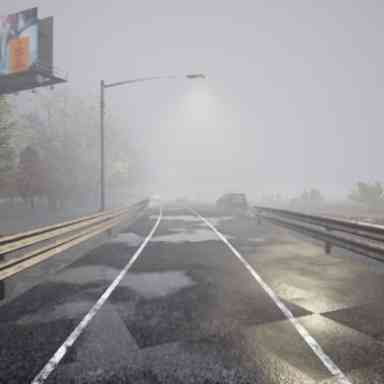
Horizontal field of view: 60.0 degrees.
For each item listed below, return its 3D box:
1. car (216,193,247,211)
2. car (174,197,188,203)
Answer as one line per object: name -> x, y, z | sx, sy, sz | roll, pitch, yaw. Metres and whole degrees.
car -> 4.641, 1.155, 39.485 | 2.150, 2.045, 5.566 | 0, 0, -15
car -> -2.214, 1.574, 65.553 | 1.895, 1.301, 4.718 | 0, 0, -15
